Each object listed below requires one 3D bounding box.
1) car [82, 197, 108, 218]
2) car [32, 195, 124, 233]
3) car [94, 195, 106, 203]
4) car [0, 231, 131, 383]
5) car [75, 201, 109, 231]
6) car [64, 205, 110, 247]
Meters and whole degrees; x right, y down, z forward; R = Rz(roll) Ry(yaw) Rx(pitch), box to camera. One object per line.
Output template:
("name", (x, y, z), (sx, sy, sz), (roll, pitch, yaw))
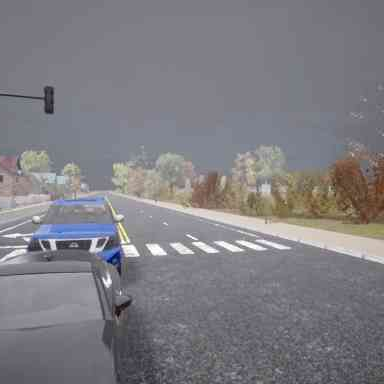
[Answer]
("car", (-8.762, 1.335, 30.364), (2.097, 1.767, 4.553), (0, 0, -15))
("car", (-3.345, 1.218, 10.054), (2.150, 2.045, 5.566), (0, 0, -15))
("car", (-18.496, 1.425, 66.846), (2.128, 1.511, 4.902), (0, 0, -15))
("car", (-1.740, 1.524, 3.956), (1.812, 1.442, 4.674), (0, 0, -12))
("car", (-6.505, 1.468, 21.889), (1.882, 1.535, 5.008), (0, 0, -15))
("car", (-4.968, 1.498, 16.135), (1.837, 1.490, 4.892), (0, 0, -15))
